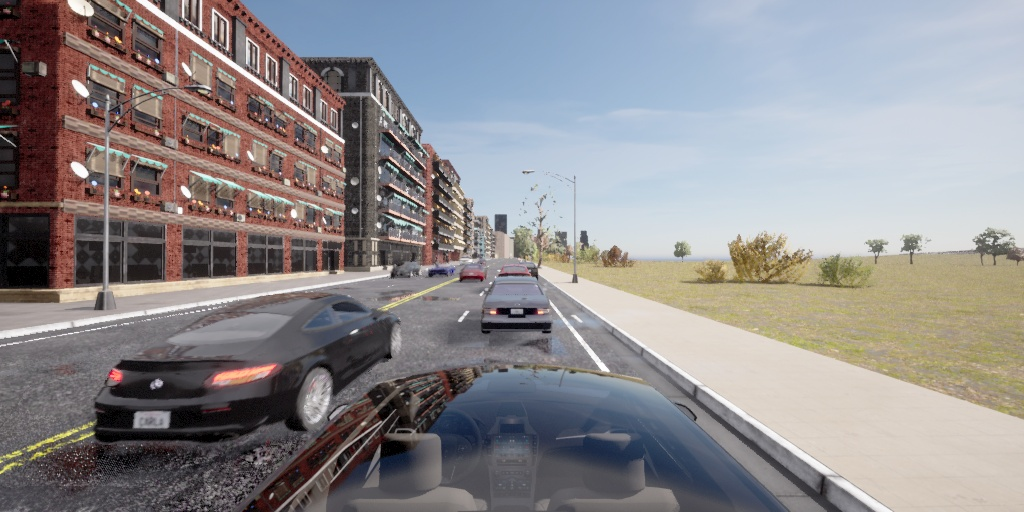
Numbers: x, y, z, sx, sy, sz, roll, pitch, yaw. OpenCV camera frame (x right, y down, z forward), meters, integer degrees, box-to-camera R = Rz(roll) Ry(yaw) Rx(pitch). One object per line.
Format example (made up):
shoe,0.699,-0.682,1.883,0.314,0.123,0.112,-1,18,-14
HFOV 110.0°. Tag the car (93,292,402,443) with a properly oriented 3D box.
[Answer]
car,-3.146,1.276,5.440,1.812,1.442,4.674,0,0,0

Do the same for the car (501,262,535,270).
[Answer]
car,0.142,1.231,21.159,1.882,1.535,5.008,0,0,0

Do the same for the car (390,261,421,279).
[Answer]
car,-9.786,1.259,33.291,1.837,1.490,4.892,0,0,0

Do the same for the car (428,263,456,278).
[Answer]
car,-6.535,1.355,33.659,1.895,1.301,4.718,0,0,0

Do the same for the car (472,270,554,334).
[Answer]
car,0.117,1.299,10.619,2.033,1.411,5.357,0,0,0

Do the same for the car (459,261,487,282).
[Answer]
car,-3.096,1.318,29.412,1.994,1.385,4.181,0,0,0

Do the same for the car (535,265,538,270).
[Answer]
car,1.197,1.232,30.597,1.882,1.535,5.008,0,0,0
